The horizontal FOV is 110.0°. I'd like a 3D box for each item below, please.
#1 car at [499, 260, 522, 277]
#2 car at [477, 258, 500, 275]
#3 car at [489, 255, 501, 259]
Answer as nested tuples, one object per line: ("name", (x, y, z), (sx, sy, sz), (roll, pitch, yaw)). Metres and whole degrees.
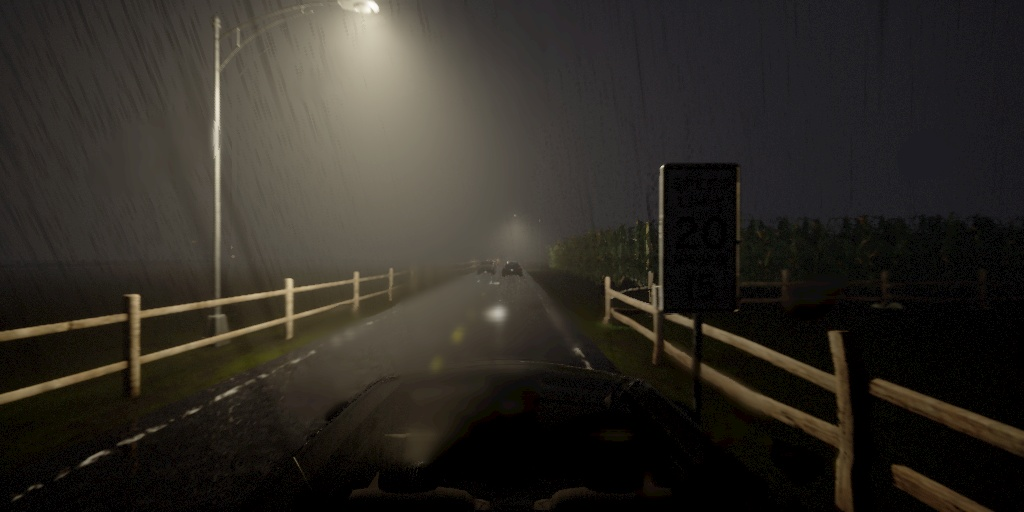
("car", (0.012, 1.285, 35.738), (1.994, 1.385, 4.181), (0, 0, 0))
("car", (-2.742, 1.264, 39.670), (2.033, 1.411, 5.357), (0, 0, 0))
("car", (-2.739, 0.706, 53.498), (2.097, 1.767, 4.553), (0, 0, 0))
